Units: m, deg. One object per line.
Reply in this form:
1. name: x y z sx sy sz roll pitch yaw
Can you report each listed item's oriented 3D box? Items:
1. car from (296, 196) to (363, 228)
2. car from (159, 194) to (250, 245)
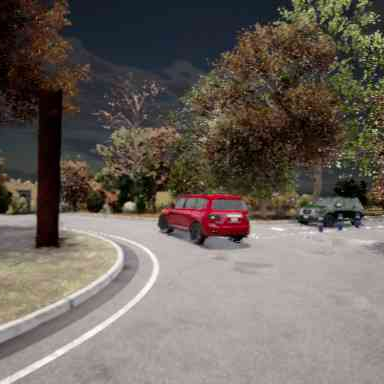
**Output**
1. car: 9.834 1.346 23.504 5.566 2.045 2.150 1 0 -34
2. car: 0.383 1.139 15.464 2.150 2.045 5.566 3 0 -28
